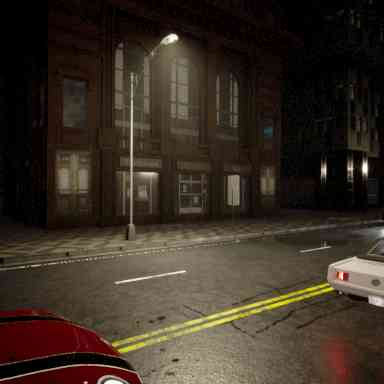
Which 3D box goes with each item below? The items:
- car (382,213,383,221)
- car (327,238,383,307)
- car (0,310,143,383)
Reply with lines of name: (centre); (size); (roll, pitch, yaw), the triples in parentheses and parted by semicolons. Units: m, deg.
car: (14.580, 1.575, 22.081); (4.718, 1.301, 1.895); (0, 0, -36)
car: (5.010, 1.597, 7.014); (4.718, 1.301, 1.895); (0, 0, -35)
car: (-2.424, 1.352, 1.711); (4.553, 1.767, 2.097); (0, 0, -36)
